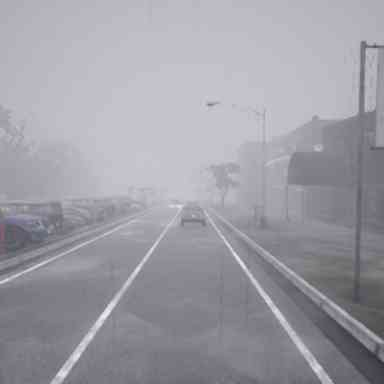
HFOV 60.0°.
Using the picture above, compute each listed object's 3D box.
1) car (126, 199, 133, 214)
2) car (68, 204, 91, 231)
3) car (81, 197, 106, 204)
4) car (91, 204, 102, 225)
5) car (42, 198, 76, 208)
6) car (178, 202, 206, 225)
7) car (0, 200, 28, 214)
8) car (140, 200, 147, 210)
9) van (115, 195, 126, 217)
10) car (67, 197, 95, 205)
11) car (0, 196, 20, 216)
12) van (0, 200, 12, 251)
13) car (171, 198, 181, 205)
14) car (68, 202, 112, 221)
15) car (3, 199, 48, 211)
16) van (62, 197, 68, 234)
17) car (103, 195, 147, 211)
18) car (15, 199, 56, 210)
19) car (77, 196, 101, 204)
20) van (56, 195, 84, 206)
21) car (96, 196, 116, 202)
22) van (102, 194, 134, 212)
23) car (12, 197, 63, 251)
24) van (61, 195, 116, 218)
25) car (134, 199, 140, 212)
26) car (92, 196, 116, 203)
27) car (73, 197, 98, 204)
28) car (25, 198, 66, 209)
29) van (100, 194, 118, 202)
[{"bbox_3d":[-8.992,1.726,33.974,5.008,1.535,2.097,0,0,0],"label":"car"},{"bbox_3d":[-8.973,1.665,19.951,4.892,1.521,2.231,0,0,0],"label":"car"},{"bbox_3d":[-22.170,1.800,74.821,5.008,1.535,2.097,0,0,0],"label":"car"},{"bbox_3d":[-8.970,1.724,22.754,4.674,1.452,2.002,0,0,0],"label":"car"},{"bbox_3d":[-22.093,1.793,55.392,4.792,1.488,2.163,0,0,0],"label":"car"},{"bbox_3d":[0.080,1.730,25.532,2.033,1.411,5.357,0,0,0],"label":"car"},{"bbox_3d":[-22.092,1.735,38.738,5.008,1.535,2.097,0,0,0],"label":"car"},{"bbox_3d":[-8.830,1.737,42.384,5.366,1.575,1.946,0,0,0],"label":"car"},{"bbox_3d":[-8.874,1.494,31.168,4.442,1.987,1.878,0,0,0],"label":"van"},{"bbox_3d":[-22.141,1.783,66.494,5.008,1.535,2.097,0,0,0],"label":"car"},{"bbox_3d":[-22.052,1.479,35.962,5.566,2.045,2.435,0,0,0],"label":"car"},{"bbox_3d":[-9.065,1.365,11.541,4.442,1.987,1.878,0,-1,0],"label":"van"},{"bbox_3d":[-3.303,1.872,67.587,1.895,1.301,4.718,0,0,0],"label":"car"},{"bbox_3d":[-9.008,1.730,25.562,4.792,1.488,2.163,0,0,0],"label":"car"},{"bbox_3d":[-22.105,1.746,44.289,4.892,1.521,2.231,0,0,0],"label":"car"},{"bbox_3d":[-9.077,1.418,17.145,4.442,1.987,1.878,0,0,0],"label":"van"},{"bbox_3d":[-8.993,1.494,45.188,5.566,2.045,2.435,0,0,0],"label":"car"},{"bbox_3d":[-22.134,1.779,47.064,4.792,1.488,2.163,0,0,0],"label":"car"},{"bbox_3d":[-22.190,1.668,72.045,4.553,1.767,2.185,0,0,0],"label":"car"},{"bbox_3d":[-22.251,1.547,60.942,4.442,1.987,1.878,0,0,0],"label":"van"},{"bbox_3d":[-22.218,1.856,85.922,4.792,1.488,2.163,0,0,0],"label":"car"},{"bbox_3d":[-9.120,1.505,36.777,4.442,1.987,1.878,0,0,0],"label":"van"},{"bbox_3d":[-8.927,1.366,14.345,5.566,2.045,2.435,0,-1,0],"label":"car"},{"bbox_3d":[-9.101,1.484,28.366,4.442,1.987,1.878,0,0,0],"label":"van"},{"bbox_3d":[-9.012,1.775,39.580,4.674,1.452,2.002,0,0,0],"label":"car"},{"bbox_3d":[-21.996,1.816,83.145,5.366,1.575,1.946,0,0,0],"label":"car"},{"bbox_3d":[-22.150,1.829,69.269,4.674,1.452,2.002,0,0,0],"label":"car"},{"bbox_3d":[-21.925,1.751,49.840,5.366,1.575,1.946,0,0,0],"label":"car"},{"bbox_3d":[-22.077,1.607,88.696,4.442,1.987,1.878,0,0,0],"label":"van"}]
